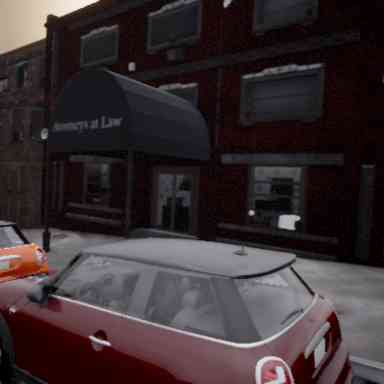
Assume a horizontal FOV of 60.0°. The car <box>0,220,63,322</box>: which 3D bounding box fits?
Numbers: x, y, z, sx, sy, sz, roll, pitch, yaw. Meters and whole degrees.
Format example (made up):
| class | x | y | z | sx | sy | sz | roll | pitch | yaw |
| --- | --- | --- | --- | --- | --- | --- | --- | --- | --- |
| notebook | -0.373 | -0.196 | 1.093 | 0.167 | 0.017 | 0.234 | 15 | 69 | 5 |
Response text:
| class | x | y | z | sx | sy | sz | roll | pitch | yaw |
| --- | --- | --- | --- | --- | --- | --- | --- | --- | --- |
| car | -5.166 | 1.347 | 7.216 | 4.553 | 1.767 | 2.185 | 0 | 0 | 35 |
